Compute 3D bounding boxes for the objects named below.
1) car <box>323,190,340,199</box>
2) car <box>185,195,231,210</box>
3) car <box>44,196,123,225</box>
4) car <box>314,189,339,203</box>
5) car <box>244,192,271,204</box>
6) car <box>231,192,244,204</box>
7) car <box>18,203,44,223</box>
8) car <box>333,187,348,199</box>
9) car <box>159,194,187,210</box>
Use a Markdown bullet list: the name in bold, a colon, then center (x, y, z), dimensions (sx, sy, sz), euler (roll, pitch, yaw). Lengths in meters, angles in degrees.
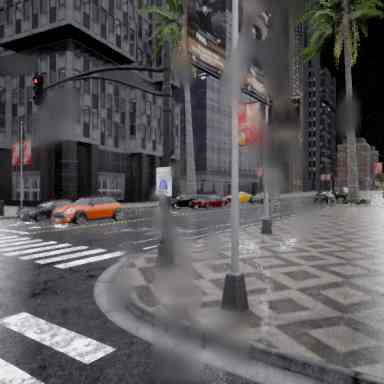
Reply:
- **car**: center (25.759, 0.351, 61.331), dimensions (1.882, 1.535, 5.008), euler (0, 1, 36)
- **car**: center (1.669, 1.069, 33.295), dimensions (1.895, 1.301, 4.718), euler (0, 1, 35)
- **car**: center (-6.674, 1.073, 21.526), dimensions (2.097, 1.767, 4.553), euler (0, 1, 35)
- **car**: center (17.697, 0.680, 44.332), dimensions (1.837, 1.490, 4.892), euler (0, 1, 35)
- **car**: center (9.133, 0.756, 43.772), dimensions (1.837, 1.490, 4.892), euler (0, 1, 36)
- **car**: center (6.405, 0.726, 45.539), dimensions (1.882, 1.535, 5.008), euler (0, 1, 36)
- **car**: center (-9.529, 1.247, 23.117), dimensions (1.812, 1.442, 4.674), euler (0, 1, 35)
- **car**: center (23.672, 0.230, 52.772), dimensions (2.150, 2.045, 5.566), euler (0, 1, 36)
- **car**: center (-1.376, 0.952, 34.621), dimensions (1.882, 1.535, 5.008), euler (0, 1, 35)
